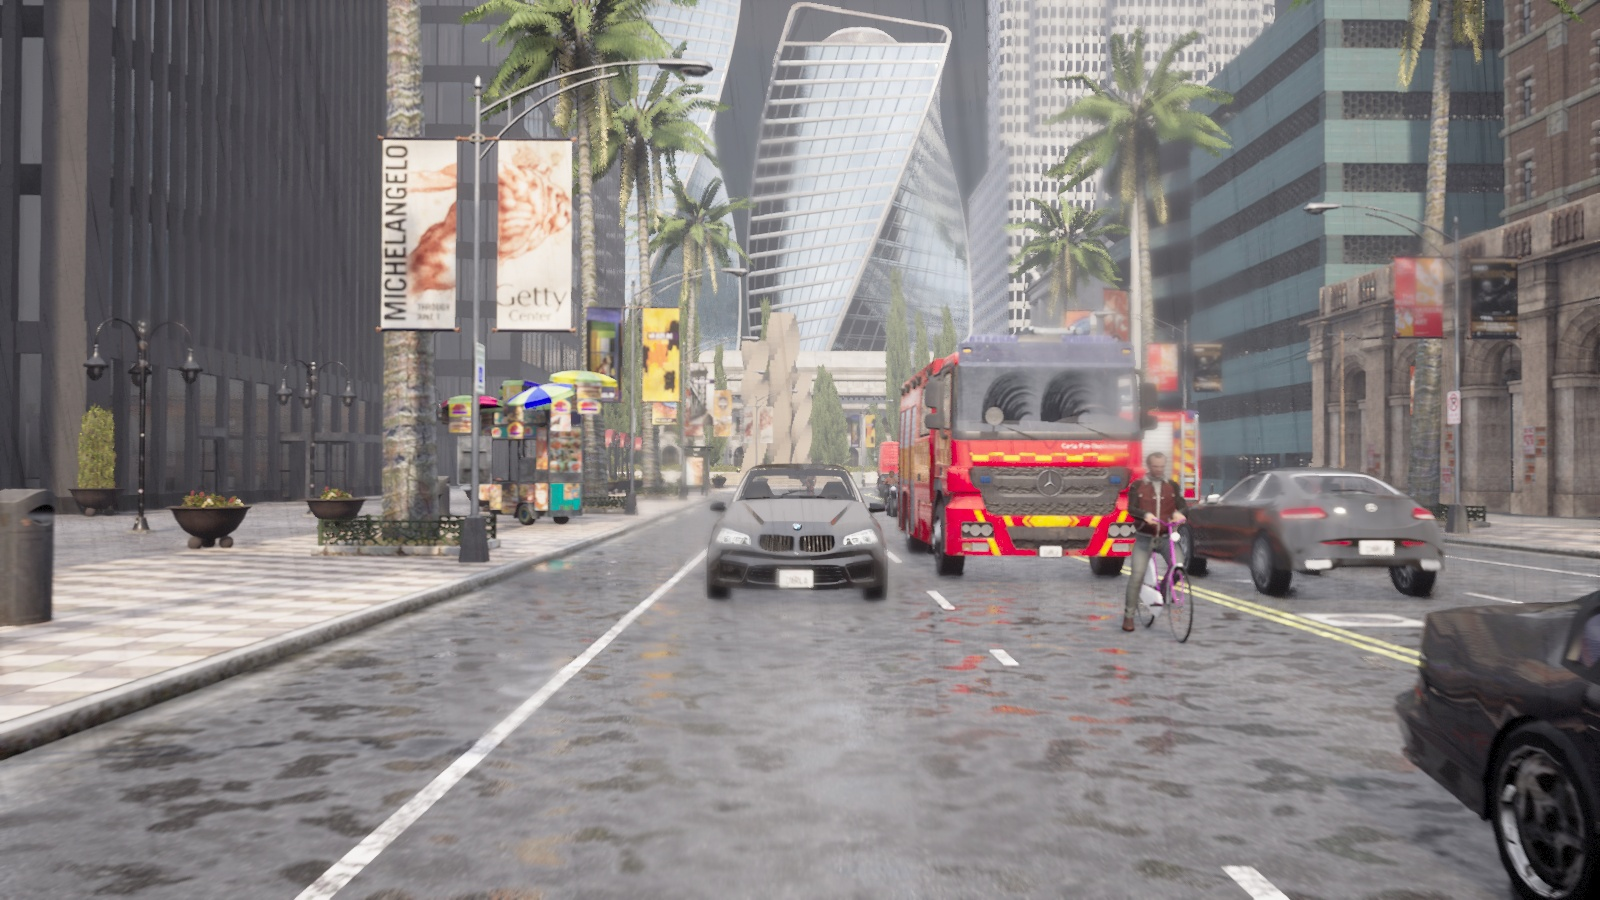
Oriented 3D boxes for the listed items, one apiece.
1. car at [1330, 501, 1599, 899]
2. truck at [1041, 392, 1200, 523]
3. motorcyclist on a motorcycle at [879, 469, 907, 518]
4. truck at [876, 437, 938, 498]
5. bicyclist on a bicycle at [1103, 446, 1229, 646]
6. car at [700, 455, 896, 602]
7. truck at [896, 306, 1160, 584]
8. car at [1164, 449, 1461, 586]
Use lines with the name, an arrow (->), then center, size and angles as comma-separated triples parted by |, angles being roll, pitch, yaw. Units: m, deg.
car -> 3.493, 0.901, 3.167 | 2.033, 1.411, 5.357 | 0, -1, 0
truck -> 10.225, 0.297, 41.122 | 2.891, 3.827, 8.468 | 0, -1, -1
motorcyclist on a motorcycle -> 3.200, 1.478, 43.324 | 0.766, 1.649, 2.350 | 0, -1, -1
truck -> 6.279, 1.059, 74.758 | 2.891, 3.462, 7.936 | 0, -1, -1
bicyclist on a bicycle -> 3.474, 0.874, 12.083 | 0.659, 1.776, 1.843 | 0, -1, 0
car -> -0.026, 0.938, 16.686 | 2.242, 1.667, 4.611 | 0, -1, 0
truck -> 3.463, -0.003, 21.530 | 2.891, 3.827, 8.468 | 0, -1, 0
car -> 6.977, 0.864, 17.824 | 2.152, 1.651, 5.027 | 0, -1, 0
